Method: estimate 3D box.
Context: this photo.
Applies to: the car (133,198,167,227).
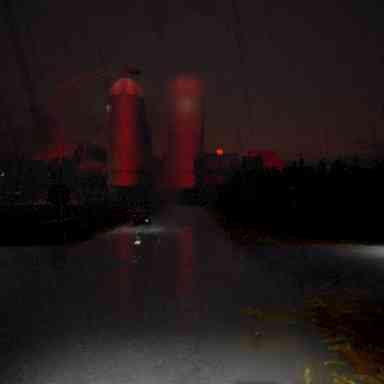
[{"bbox_3d":[-3.114,1.581,25.759,2.150,2.045,5.566,0,1,0],"label":"car"}]
